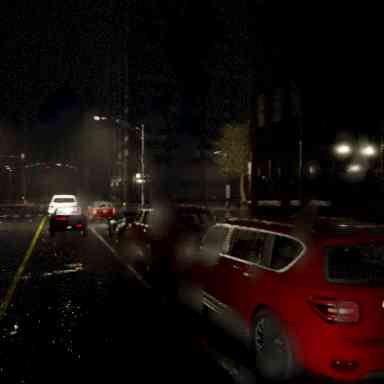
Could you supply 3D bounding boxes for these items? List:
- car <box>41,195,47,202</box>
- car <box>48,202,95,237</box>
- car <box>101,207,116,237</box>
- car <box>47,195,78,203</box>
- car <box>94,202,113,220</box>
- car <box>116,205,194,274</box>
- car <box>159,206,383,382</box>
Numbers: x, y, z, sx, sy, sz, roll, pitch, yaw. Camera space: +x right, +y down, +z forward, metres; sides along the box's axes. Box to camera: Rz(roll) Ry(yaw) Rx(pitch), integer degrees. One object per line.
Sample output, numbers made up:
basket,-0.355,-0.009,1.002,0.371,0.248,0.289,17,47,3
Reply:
car,-36.720,1.661,83.574,2.097,1.767,4.553,0,0,-22
car,-6.934,1.542,18.660,2.128,1.511,4.902,0,0,-22
car,-2.963,1.599,16.062,1.947,1.339,4.313,0,0,-22
car,-10.766,1.300,27.923,2.150,2.045,5.566,0,0,-22
car,-7.211,1.505,26.503,1.967,1.590,4.097,0,0,-22
car,-0.842,1.333,10.840,2.192,1.841,5.009,0,0,-22
car,1.282,1.319,5.619,2.192,1.841,5.009,0,0,-22
